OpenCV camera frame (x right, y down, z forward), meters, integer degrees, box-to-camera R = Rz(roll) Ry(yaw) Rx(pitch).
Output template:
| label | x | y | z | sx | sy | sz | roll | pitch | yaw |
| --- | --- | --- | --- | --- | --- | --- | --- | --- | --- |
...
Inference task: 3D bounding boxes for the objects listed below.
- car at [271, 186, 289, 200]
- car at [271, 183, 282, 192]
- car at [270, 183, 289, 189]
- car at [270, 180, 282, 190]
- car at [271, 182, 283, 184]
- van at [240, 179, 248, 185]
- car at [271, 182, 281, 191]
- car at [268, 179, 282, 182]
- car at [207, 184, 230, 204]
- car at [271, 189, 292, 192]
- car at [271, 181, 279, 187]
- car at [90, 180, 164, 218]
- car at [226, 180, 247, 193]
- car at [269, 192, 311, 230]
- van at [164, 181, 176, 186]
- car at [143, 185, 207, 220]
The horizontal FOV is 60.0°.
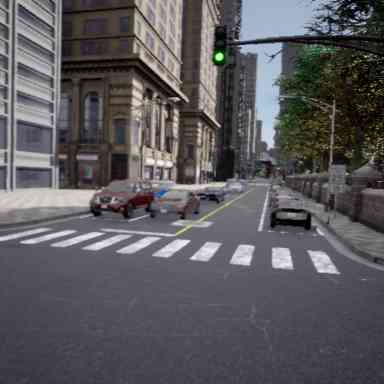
| label | x | y | z | sx | sy | sz | roll | pitch | yaw |
| --- | --- | --- | --- | --- | --- | --- | --- | --- | --- |
| car | 9.761 | 0.090 | 37.225 | 1.802 | 1.307 | 4.206 | 3 | 3 | 13 |
| car | 14.842 | -0.844 | 58.458 | 1.752 | 1.417 | 4.829 | 3 | 3 | 13 |
| car | 7.247 | 0.377 | 26.683 | 1.967 | 1.590 | 4.097 | 3 | 3 | 13 |
| car | 17.331 | -1.485 | 68.816 | 2.192 | 1.841 | 5.009 | 3 | 3 | 13 |
| car | 11.022 | -0.164 | 42.491 | 1.887 | 1.381 | 4.507 | 3 | 3 | 13 |
| van | 12.829 | -2.528 | 86.603 | 1.690 | 1.788 | 3.998 | 3 | 3 | 13 |
| car | 16.102 | -1.062 | 63.725 | 1.752 | 1.417 | 4.829 | 3 | 3 | 13 |
| car | 13.551 | -0.828 | 53.014 | 2.192 | 1.841 | 5.009 | 3 | 3 | 13 |
| car | 1.780 | 0.218 | 29.027 | 1.895 | 1.301 | 4.718 | 3 | 3 | 13 |
| car | 5.982 | 0.732 | 21.422 | 1.802 | 1.307 | 4.206 | 3 | 3 | 13 |
| car | 22.366 | -2.243 | 89.892 | 1.967 | 1.590 | 4.097 | 3 | 3 | 13 |
| car | -3.549 | 0.270 | 18.126 | 2.192 | 1.841 | 5.009 | 3 | 3 | 13 |
| car | 6.331 | -0.623 | 47.791 | 1.812 | 1.442 | 4.674 | 3 | 3 | 14 |
| car | 4.722 | 0.929 | 16.154 | 1.947 | 1.339 | 4.313 | 3 | 3 | 13 |
| van | -2.290 | 0.084 | 23.394 | 1.690 | 1.788 | 3.998 | 3 | 3 | 13 |
| car | -0.766 | 0.576 | 18.330 | 1.812 | 1.442 | 4.674 | 3 | 3 | 15 |
